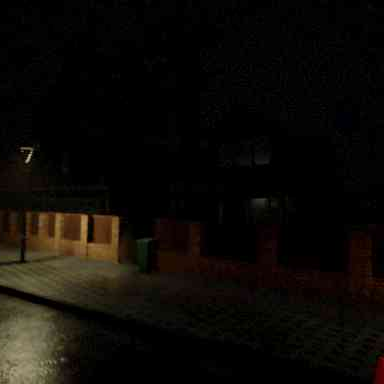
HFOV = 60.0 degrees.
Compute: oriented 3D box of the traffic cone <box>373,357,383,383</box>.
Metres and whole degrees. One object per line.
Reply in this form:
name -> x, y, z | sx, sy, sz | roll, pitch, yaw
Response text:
traffic cone -> 2.076, 2.117, 3.649 | 0.340, 0.580, 0.340 | 0, -2, 27
